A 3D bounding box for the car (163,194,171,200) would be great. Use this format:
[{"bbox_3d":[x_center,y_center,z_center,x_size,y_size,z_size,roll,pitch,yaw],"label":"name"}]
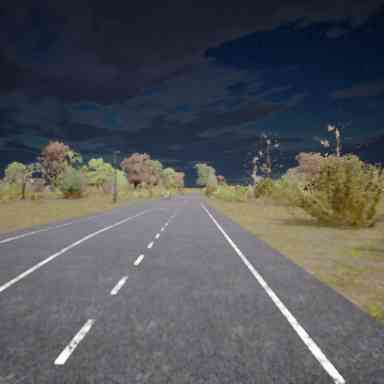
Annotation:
[{"bbox_3d":[-6.938,1.389,90.954,1.812,1.442,4.674,0,0,0],"label":"car"}]
